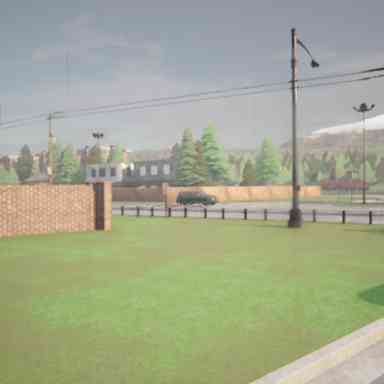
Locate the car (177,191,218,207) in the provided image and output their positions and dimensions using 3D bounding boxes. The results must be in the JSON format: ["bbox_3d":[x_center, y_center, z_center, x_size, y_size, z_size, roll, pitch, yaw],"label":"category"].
[{"bbox_3d":[0.665,0.829,43.840,5.566,2.045,2.150,-1,0,29],"label":"car"}]
